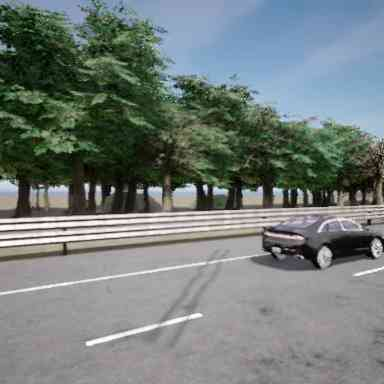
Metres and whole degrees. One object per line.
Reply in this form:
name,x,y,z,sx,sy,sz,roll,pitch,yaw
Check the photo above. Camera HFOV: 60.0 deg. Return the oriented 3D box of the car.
car,4.510,1.515,11.133,4.902,1.511,2.128,1,0,-34
